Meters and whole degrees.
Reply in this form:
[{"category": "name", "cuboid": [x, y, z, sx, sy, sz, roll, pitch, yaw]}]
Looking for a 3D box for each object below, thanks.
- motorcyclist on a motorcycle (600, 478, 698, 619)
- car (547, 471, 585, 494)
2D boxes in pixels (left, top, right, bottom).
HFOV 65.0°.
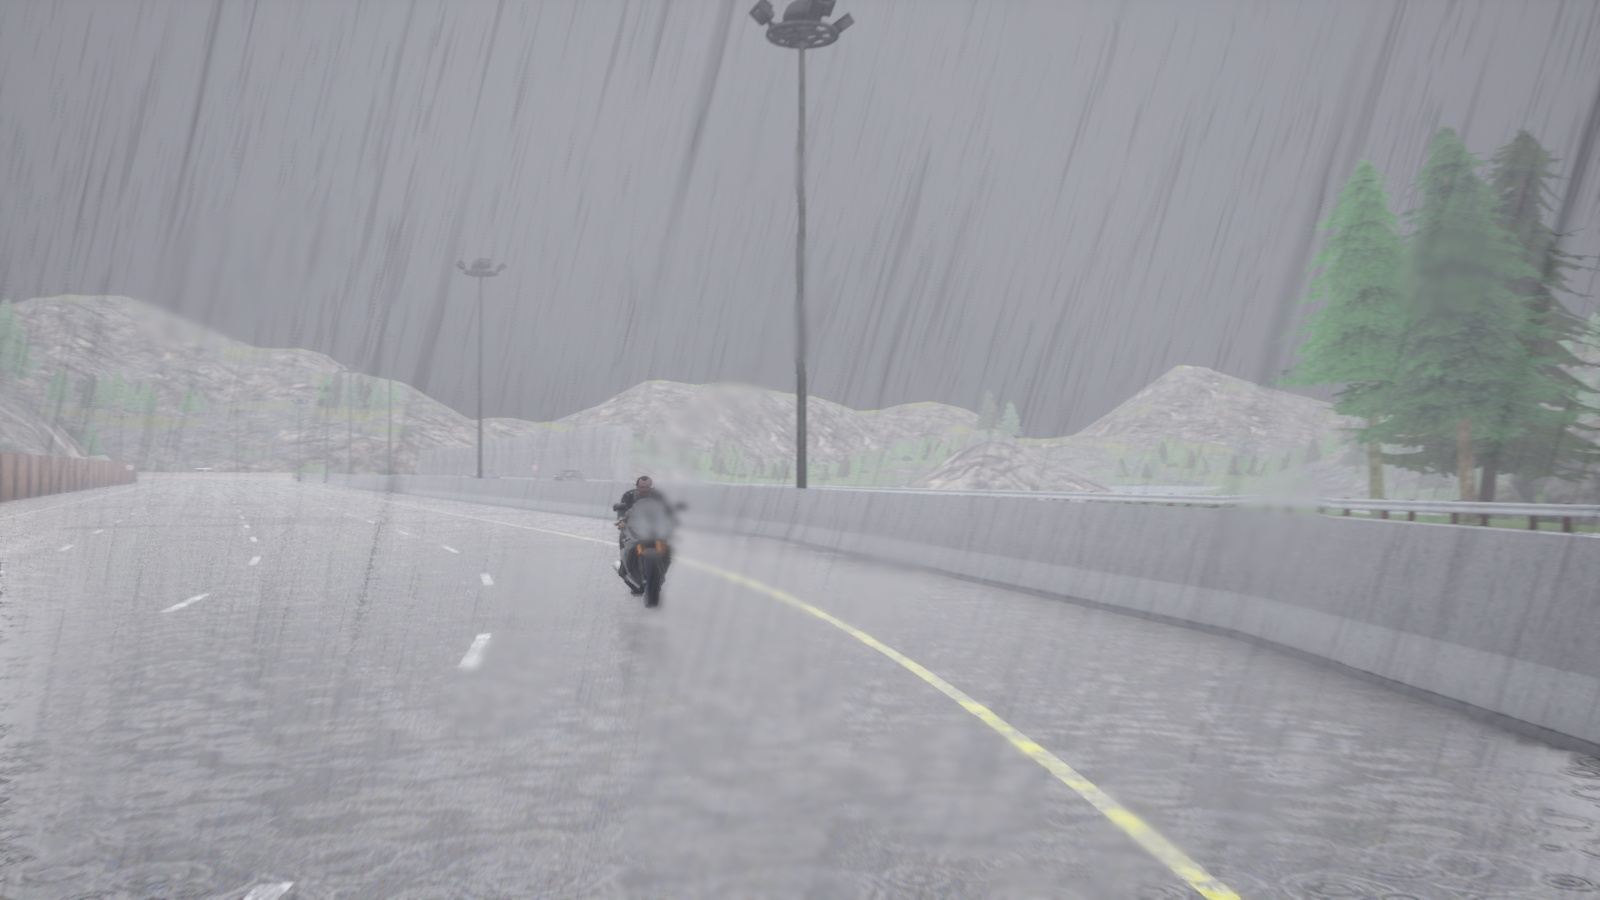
[{"category": "motorcyclist on a motorcycle", "cuboid": [-1.842, 1.113, 15.006, 0.866, 1.530, 2.191, -1, -1, -14]}, {"category": "car", "cuboid": [-17.346, 2.388, 93.052, 1.851, 1.617, 3.988, 0, -1, -25]}]
